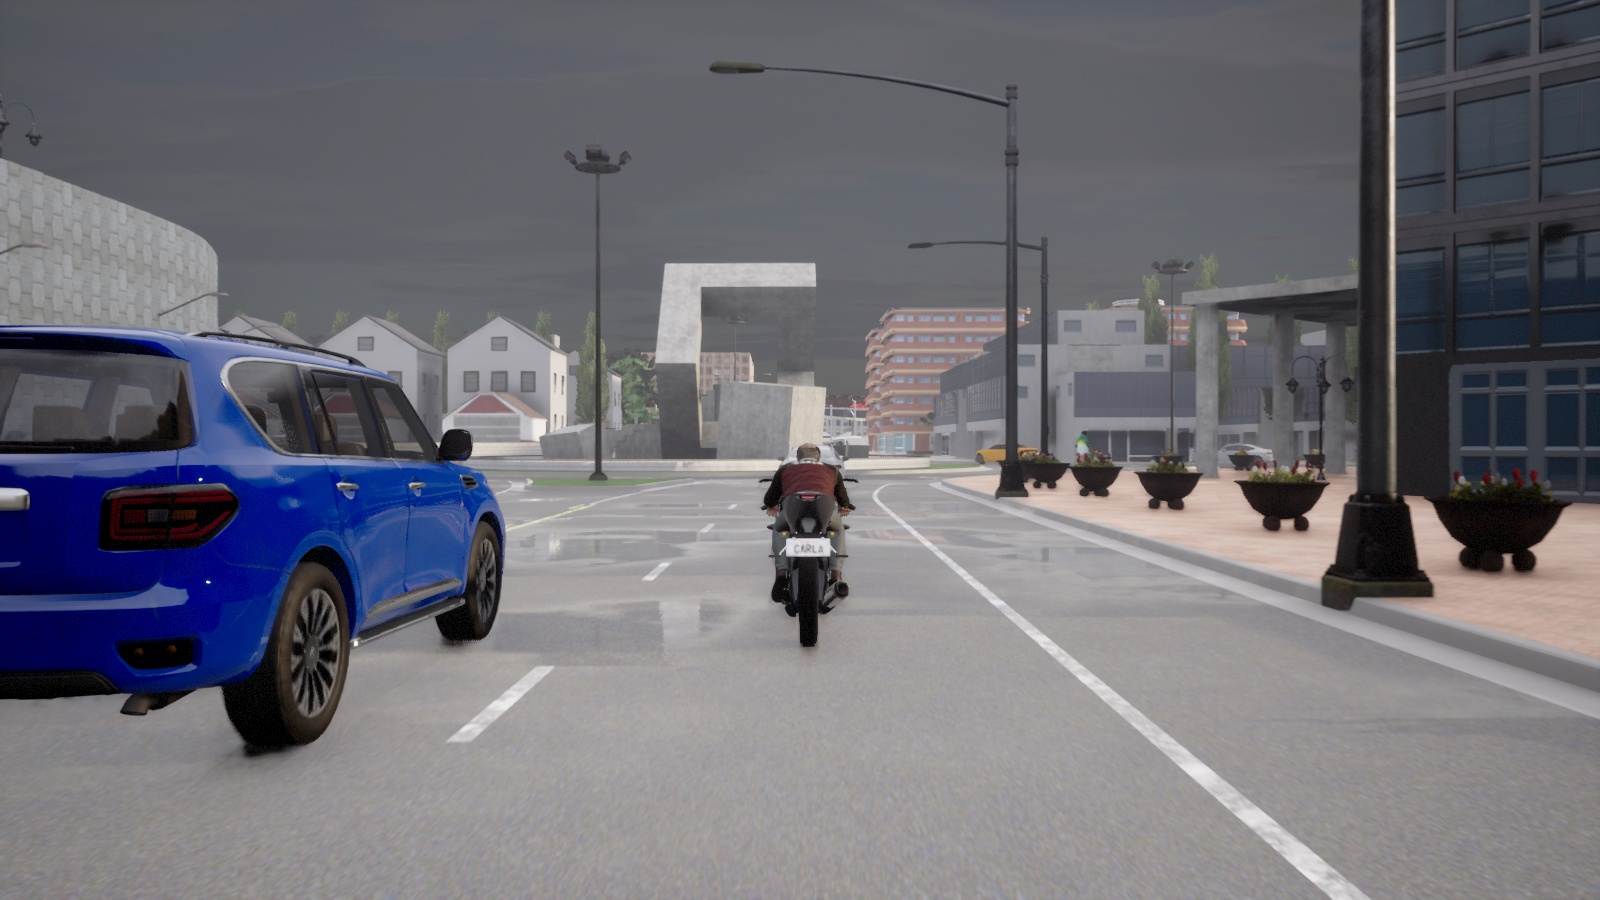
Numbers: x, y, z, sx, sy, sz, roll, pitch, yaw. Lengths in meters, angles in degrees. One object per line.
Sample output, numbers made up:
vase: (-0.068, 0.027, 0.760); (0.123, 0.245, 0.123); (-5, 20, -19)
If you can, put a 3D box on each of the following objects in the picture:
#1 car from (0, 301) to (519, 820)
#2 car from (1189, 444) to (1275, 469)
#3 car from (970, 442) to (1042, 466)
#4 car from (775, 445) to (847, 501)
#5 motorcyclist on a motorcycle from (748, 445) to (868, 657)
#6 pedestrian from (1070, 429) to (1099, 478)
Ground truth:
car: (-3.441, 0.419, 7.730); (2.150, 2.045, 5.566); (0, 0, 0)
car: (25.918, 0.367, 75.548); (4.674, 1.442, 1.812); (0, 0, 10)
car: (13.849, 0.257, 84.775); (1.882, 1.535, 5.008); (0, 0, -33)
car: (0.364, 0.577, 34.704); (1.812, 1.442, 4.674); (0, 0, 2)
motorcyclist on a motorcycle: (0.068, 0.724, 10.153); (0.866, 1.530, 2.191); (0, 0, 0)
pedestrian: (11.345, 0.128, 50.067); (0.873, 1.952, 0.659); (0, 0, -21)
